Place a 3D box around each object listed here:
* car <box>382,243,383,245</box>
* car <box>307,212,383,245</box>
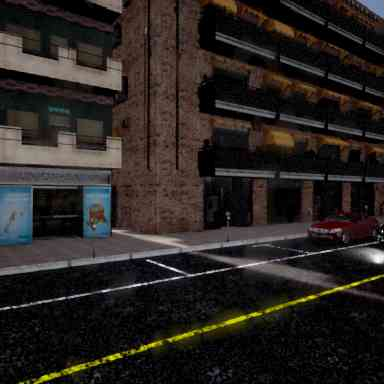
[{"bbox_3d":[9.840,1.505,14.260,4.892,1.490,1.837,0,0,-36],"label":"car"},{"bbox_3d":[7.172,1.583,15.538,4.206,1.307,1.802,0,0,-35],"label":"car"}]
